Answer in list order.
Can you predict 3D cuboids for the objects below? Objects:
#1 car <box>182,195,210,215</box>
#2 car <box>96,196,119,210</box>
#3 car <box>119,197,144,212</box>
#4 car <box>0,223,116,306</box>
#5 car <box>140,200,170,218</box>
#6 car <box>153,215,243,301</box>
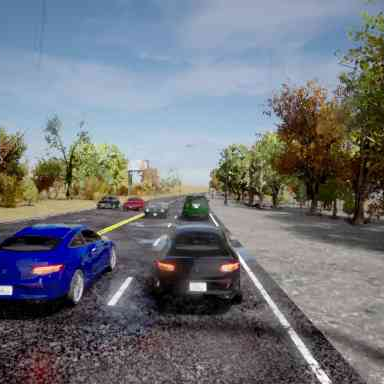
[{"bbox_3d":[0.319,1.224,28.066,2.150,2.045,5.566,1,0,0],"label":"car"},{"bbox_3d":[-9.514,1.214,38.256,1.837,1.490,4.892,2,0,1],"label":"car"},{"bbox_3d":[-6.284,1.287,36.750,1.882,1.535,5.008,2,0,1],"label":"car"},{"bbox_3d":[-3.092,1.453,7.777,1.812,1.442,4.674,2,0,0],"label":"car"},{"bbox_3d":[-2.927,1.522,28.858,1.895,1.301,4.718,2,0,1],"label":"car"},{"bbox_3d":[0.156,1.531,8.240,1.812,1.442,4.674,0,0,1],"label":"car"}]
